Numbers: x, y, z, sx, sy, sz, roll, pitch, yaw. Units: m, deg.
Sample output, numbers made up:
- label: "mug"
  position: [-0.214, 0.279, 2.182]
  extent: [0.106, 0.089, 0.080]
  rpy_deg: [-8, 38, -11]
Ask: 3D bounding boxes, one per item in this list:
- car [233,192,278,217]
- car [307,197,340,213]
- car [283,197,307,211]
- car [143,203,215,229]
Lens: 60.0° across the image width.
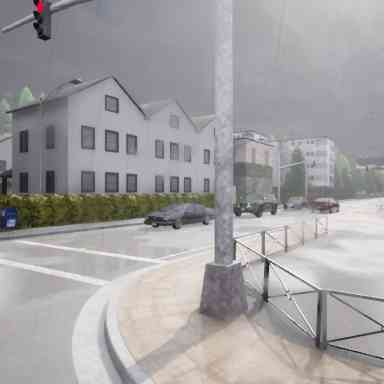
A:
- label: "car"
  position: [5.646, 1.034, 28.893]
  extent: [2.150, 2.045, 5.566]
  rpy_deg: [0, 0, 35]
- label: "car"
  position: [13.516, 1.289, 33.608]
  extent: [1.882, 1.535, 5.008]
  rpy_deg: [0, 0, 35]
- label: "car"
  position: [11.858, 1.304, 37.576]
  extent: [2.128, 1.511, 4.902]
  rpy_deg: [0, 0, 36]
- label: "car"
  position: [-0.511, 1.360, 20.206]
  extent: [2.033, 1.411, 5.357]
  rpy_deg: [0, 0, 35]
